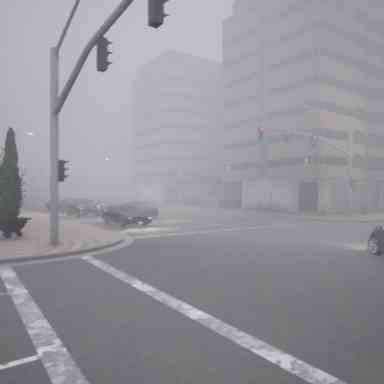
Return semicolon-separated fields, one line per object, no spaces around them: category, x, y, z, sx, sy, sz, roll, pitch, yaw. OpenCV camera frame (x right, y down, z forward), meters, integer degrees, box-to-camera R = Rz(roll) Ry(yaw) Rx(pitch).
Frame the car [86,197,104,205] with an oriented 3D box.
car;-17.632;1.621;60.388;1.895;1.301;4.718;0;0;-34

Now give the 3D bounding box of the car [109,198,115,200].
car;-10.317;1.560;37.298;2.033;1.411;5.357;0;0;-35

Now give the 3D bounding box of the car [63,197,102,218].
car;-10.070;1.361;30.832;2.097;1.767;4.553;0;0;-35

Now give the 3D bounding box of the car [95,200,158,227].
car;-4.708;1.557;23.116;2.033;1.411;5.357;0;0;-34

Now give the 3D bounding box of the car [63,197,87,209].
car;-16.184;1.490;45.728;1.882;1.535;5.008;0;0;-35

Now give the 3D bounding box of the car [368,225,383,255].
car;7.110;1.519;10.301;1.837;1.490;4.892;2;0;11

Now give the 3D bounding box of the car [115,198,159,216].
car;-4.692;1.491;29.243;1.882;1.535;5.008;0;0;-35

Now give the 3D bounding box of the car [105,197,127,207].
car;-11.973;1.584;52.225;1.994;1.385;4.181;0;0;-34

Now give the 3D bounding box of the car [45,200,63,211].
car;-15.701;1.609;38.899;1.895;1.301;4.718;0;0;-35
